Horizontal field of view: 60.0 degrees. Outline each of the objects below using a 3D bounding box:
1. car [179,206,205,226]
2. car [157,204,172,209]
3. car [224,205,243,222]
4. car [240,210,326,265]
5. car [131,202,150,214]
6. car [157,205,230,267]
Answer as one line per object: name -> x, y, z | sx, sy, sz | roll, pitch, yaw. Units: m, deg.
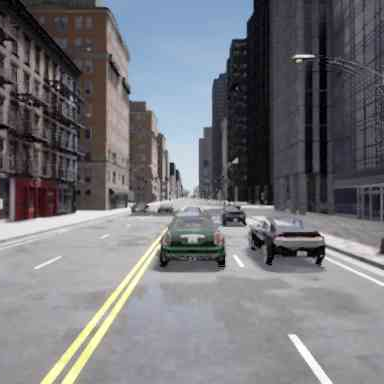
car -> 0.042, 1.927, 27.756 | 1.994, 1.385, 4.181 | 0, -1, 1
car -> -3.363, 2.162, 42.605 | 1.895, 1.301, 4.718 | 0, -1, 0
car -> 3.286, 1.863, 27.320 | 1.837, 1.490, 4.892 | 0, 0, 1
car -> 3.290, 1.652, 12.297 | 2.128, 1.511, 4.902 | 0, -1, 1
car -> -6.599, 2.054, 42.831 | 2.128, 1.511, 4.902 | 0, -1, 1
car -> 0.040, 1.510, 12.223 | 2.097, 1.767, 4.553 | 0, -1, 1
